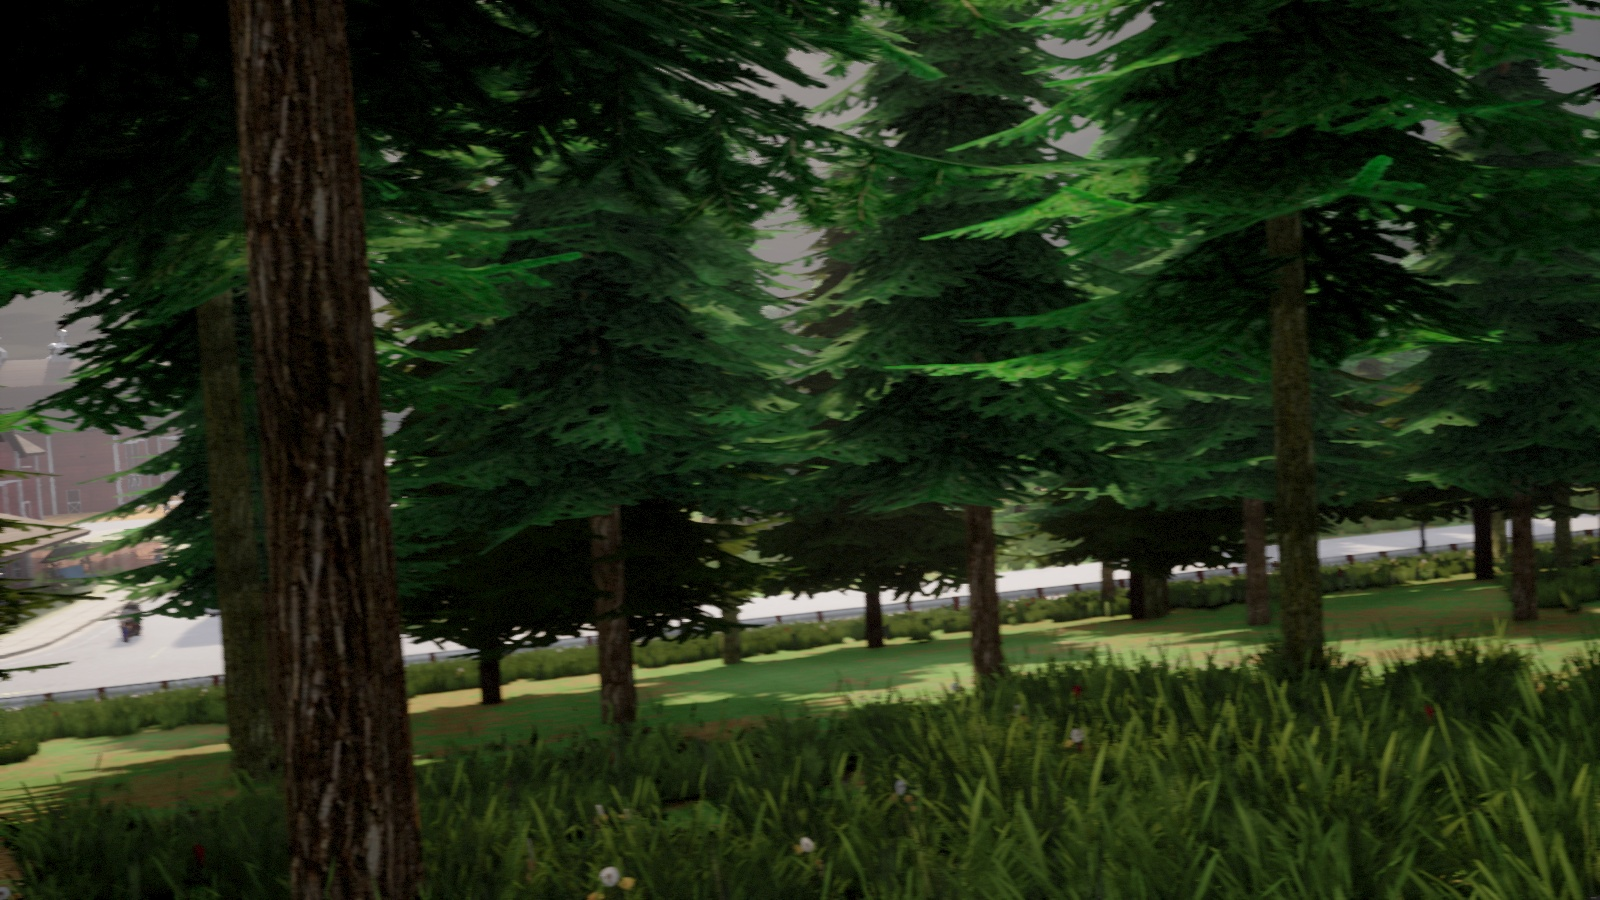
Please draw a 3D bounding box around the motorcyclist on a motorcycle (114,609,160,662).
[{"bbox_3d":[-25.035,6.981,47.448,0.866,1.530,2.191,-5,3,-13],"label":"motorcyclist on a motorcycle"}]

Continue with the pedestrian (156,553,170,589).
[{"bbox_3d":[-33.902,6.432,66.825,0.345,1.836,0.594,-6,3,-14],"label":"pedestrian"}]

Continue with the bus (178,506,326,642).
[{"bbox_3d":[-23.487,5.091,54.581,3.944,4.253,10.273,-5,3,-14],"label":"bus"}]
